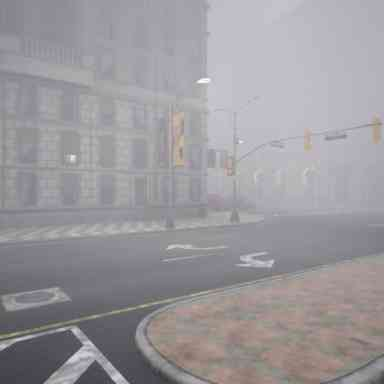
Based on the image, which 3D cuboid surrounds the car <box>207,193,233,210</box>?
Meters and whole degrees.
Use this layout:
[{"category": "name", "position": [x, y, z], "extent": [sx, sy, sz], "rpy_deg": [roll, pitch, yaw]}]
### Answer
[{"category": "car", "position": [2.725, 1.221, 43.784], "extent": [2.150, 2.045, 5.566], "rpy_deg": [0, 0, -36]}]

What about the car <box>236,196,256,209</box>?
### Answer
[{"category": "car", "position": [6.393, 1.352, 44.690], "extent": [2.097, 1.767, 4.553], "rpy_deg": [0, 0, -36]}]
